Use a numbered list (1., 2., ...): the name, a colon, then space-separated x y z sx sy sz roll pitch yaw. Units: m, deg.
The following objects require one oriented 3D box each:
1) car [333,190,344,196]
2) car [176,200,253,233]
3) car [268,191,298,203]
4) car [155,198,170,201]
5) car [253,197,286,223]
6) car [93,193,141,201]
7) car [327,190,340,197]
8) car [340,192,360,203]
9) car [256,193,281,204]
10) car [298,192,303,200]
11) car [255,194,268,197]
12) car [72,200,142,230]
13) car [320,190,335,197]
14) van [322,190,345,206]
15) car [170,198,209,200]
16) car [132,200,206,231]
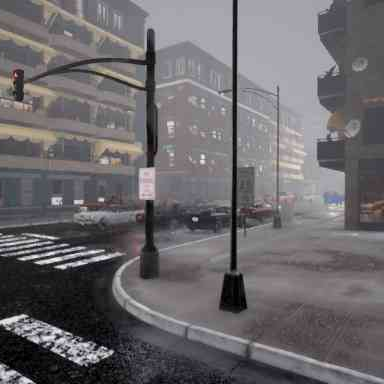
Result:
1. car: 36.178 0.255 82.089 1.802 1.307 4.206 2 2 35
2. car: 1.349 1.348 18.003 1.947 1.339 4.313 2 2 35
3. car: 11.440 0.717 42.371 2.097 1.767 4.553 1 1 36
4. car: -2.278 1.180 27.412 1.887 1.381 4.507 2 2 35
5. car: 4.553 1.283 22.560 1.802 1.307 4.206 2 2 35
6. car: -5.480 1.031 22.850 2.192 1.841 5.009 2 2 35
7. car: 32.973 0.335 77.532 1.802 1.307 4.206 2 2 35
8. car: 23.782 0.763 49.897 1.887 1.381 4.507 2 2 35
9. car: 10.541 0.880 45.638 1.947 1.339 4.313 2 2 35
10. car: 16.950 0.719 54.750 1.947 1.339 4.313 2 2 35
11. car: 5.736 1.012 34.309 1.837 1.490 4.892 1 1 35
12. car: -4.609 1.368 19.607 1.895 1.301 4.718 1 1 35
13. car: 29.769 0.378 72.976 1.887 1.381 4.507 2 2 35
14. van: 17.375 0.721 40.780 1.690 1.788 3.998 2 2 35
15. car: 0.484 1.203 26.873 1.994 1.385 4.181 1 1 34
16. car: -0.954 1.368 19.174 1.895 1.301 4.718 1 1 35
